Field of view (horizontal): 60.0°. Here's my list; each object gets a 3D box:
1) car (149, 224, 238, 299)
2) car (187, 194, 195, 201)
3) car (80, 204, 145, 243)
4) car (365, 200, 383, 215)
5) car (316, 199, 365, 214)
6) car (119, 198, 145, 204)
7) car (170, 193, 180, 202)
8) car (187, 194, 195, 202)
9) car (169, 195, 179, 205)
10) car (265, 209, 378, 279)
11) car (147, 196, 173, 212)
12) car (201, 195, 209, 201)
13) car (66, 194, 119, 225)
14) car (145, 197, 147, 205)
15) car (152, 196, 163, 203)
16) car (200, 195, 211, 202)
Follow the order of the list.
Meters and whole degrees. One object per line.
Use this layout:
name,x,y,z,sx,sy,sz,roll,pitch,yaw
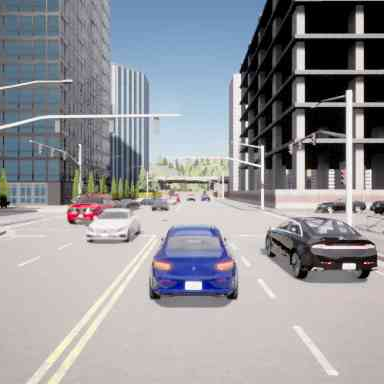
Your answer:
car,0.044,1.526,8.314,1.812,1.442,4.674,0,0,0
car,-0.168,1.339,86.954,2.097,1.767,4.553,0,0,0
car,-3.632,1.524,16.096,1.812,1.442,4.674,0,0,0
car,19.762,1.166,31.142,5.566,2.045,2.150,0,0,0
car,15.516,1.436,34.631,4.902,1.511,2.128,0,0,0
car,-7.849,1.545,40.444,2.033,1.411,5.357,0,0,11
car,-3.635,1.225,69.650,2.150,2.045,5.566,0,0,0
car,-0.152,1.593,78.251,1.895,1.301,4.718,0,0,0
car,-3.696,1.601,57.493,1.895,1.301,4.718,0,0,0
car,3.560,1.492,10.038,2.128,1.511,4.902,0,0,-1
car,-3.676,1.534,39.302,2.033,1.411,5.357,0,-1,0
car,3.332,1.483,86.991,1.837,1.490,4.892,0,0,0
car,-7.147,1.194,24.107,2.150,2.045,5.566,0,0,0
car,-7.194,1.562,54.832,1.994,1.385,4.181,0,0,0
car,-7.134,1.595,69.075,1.895,1.301,4.718,0,0,0
car,3.349,1.522,77.916,1.812,1.442,4.674,0,0,0
